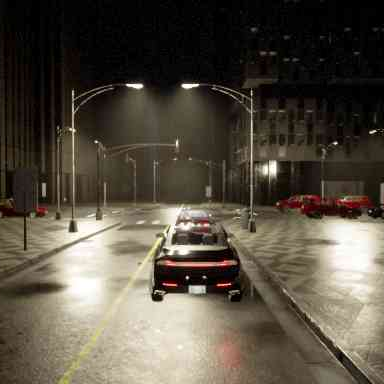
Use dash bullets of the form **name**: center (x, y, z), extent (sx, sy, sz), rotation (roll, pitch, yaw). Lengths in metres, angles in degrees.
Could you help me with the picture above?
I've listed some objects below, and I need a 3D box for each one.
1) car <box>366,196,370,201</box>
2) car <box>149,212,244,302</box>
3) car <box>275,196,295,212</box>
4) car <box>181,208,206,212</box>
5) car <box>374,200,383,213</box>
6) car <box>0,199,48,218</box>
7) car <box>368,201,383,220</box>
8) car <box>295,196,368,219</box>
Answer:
- **car**: center (17.698, 1.354, 37.701), extent (5.009, 1.841, 2.192), rotation (0, 1, 0)
- **car**: center (0.088, 1.490, 8.235), extent (2.128, 1.511, 4.902), rotation (0, 0, 0)
- **car**: center (12.055, 1.325, 37.676), extent (5.009, 1.841, 2.192), rotation (0, 1, 0)
- **car**: center (0.077, 1.550, 17.944), extent (2.033, 1.411, 5.357), rotation (0, 0, 0)
- **car**: center (23.339, 1.634, 37.729), extent (4.313, 1.339, 1.947), rotation (0, 1, 0)
- **car**: center (-14.959, 1.566, 29.035), extent (4.507, 1.381, 1.887), rotation (0, 1, 0)
- **car**: center (17.725, 1.742, 29.180), extent (4.313, 1.339, 1.947), rotation (0, 1, 0)
- **car**: center (12.082, 1.463, 29.152), extent (5.009, 1.841, 2.192), rotation (0, 1, 0)
